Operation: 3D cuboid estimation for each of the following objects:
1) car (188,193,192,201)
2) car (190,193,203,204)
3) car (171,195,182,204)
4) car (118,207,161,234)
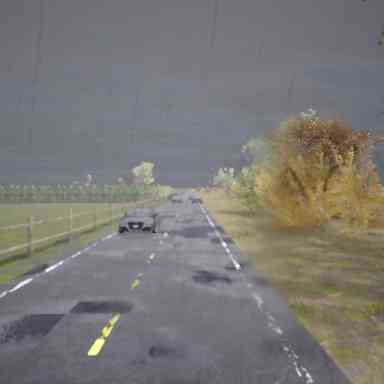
[{"bbox_3d":[0.012,1.289,78.380,2.033,1.411,5.357,0,0,0],"label":"car"},{"bbox_3d":[0.972,1.401,60.367,1.812,1.442,4.674,0,0,0],"label":"car"},{"bbox_3d":[-2.771,1.350,60.896,1.882,1.535,5.008,0,0,1],"label":"car"},{"bbox_3d":[-2.846,1.541,18.807,1.994,1.385,4.181,0,0,0],"label":"car"}]
